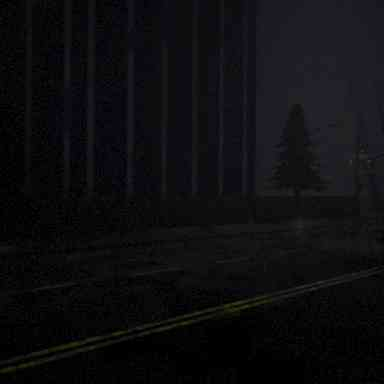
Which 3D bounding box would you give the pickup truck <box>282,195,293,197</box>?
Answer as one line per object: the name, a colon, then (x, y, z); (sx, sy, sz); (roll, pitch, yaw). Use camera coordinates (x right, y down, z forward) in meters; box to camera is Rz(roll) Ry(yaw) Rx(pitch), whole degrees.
pickup truck: (22.419, 1.647, 77.624); (2.390, 2.098, 6.274); (0, 0, -6)
